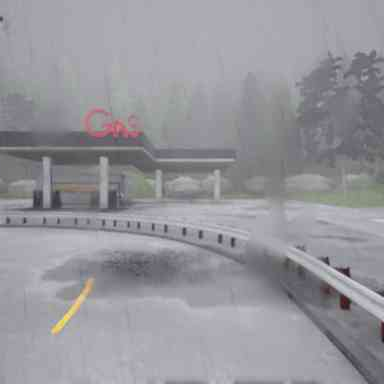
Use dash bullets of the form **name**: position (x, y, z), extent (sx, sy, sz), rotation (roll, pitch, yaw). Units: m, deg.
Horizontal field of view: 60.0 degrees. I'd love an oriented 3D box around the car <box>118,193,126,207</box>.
- **car**: position (-9.092, 0.804, 36.250), extent (3.633, 1.501, 1.845), rotation (0, 1, 0)
